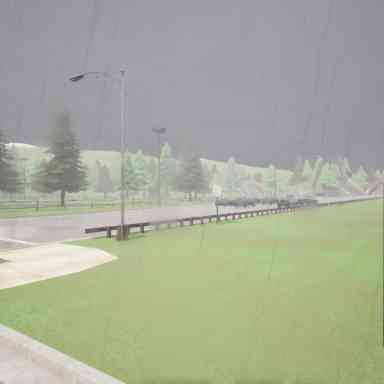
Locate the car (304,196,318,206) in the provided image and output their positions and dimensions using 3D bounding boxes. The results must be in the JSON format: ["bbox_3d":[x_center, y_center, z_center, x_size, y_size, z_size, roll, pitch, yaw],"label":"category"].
[{"bbox_3d":[19.181,1.505,54.223,1.837,1.490,4.892,0,0,35],"label":"car"}]

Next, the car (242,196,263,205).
[{"bbox_3d":[11.051,1.478,60.919,1.882,1.535,5.008,0,0,35],"label":"car"}]

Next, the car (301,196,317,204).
[{"bbox_3d":[23.097,1.526,65.753,1.812,1.442,4.674,0,0,35],"label":"car"}]

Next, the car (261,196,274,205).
[{"bbox_3d":[13.919,1.492,58.913,2.128,1.511,4.902,0,0,35],"label":"car"}]

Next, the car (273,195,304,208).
[{"bbox_3d":[13.319,1.505,45.761,1.837,1.490,4.892,0,0,35],"label":"car"}]

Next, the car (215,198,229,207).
[{"bbox_3d":[5.390,1.564,52.719,1.994,1.385,4.181,0,0,35],"label":"car"}]

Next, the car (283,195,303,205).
[{"bbox_3d":[17.602,1.352,57.900,2.097,1.767,4.553,0,0,35],"label":"car"}]

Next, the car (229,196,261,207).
[{"bbox_3d":[8.087,1.491,50.483,2.128,1.511,4.902,0,0,35],"label":"car"}]
